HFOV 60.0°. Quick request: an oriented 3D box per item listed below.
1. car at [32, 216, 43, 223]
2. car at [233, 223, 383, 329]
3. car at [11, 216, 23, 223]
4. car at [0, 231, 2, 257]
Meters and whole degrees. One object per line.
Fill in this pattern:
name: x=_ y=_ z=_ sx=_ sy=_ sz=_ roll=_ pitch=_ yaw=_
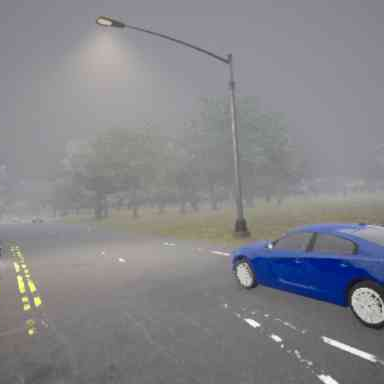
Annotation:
car: x=-31.388 y=5.565 z=67.563 sx=2.033 sy=1.411 sz=5.357 roll=-3 pitch=-2 yaw=-29
car: x=2.792 y=1.384 z=6.848 sx=1.882 sy=1.535 sz=5.008 roll=-3 pitch=-2 yaw=-30
car: x=-43.521 y=6.688 z=81.979 sx=2.097 sy=1.767 sz=4.553 roll=-3 pitch=-2 yaw=-29
car: x=-11.077 y=2.458 z=17.203 sx=2.097 sy=1.767 sz=4.553 roll=-3 pitch=-2 yaw=-29
